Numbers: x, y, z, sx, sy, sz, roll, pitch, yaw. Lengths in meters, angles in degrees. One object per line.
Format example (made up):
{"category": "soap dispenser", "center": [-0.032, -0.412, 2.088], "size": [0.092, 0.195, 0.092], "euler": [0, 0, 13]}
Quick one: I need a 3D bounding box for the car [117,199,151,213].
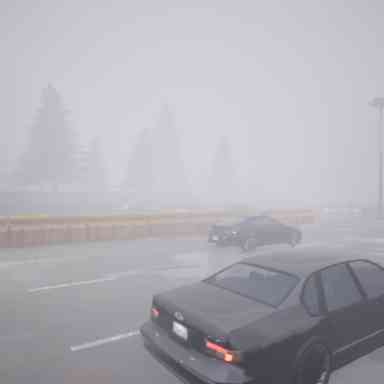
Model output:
{"category": "car", "center": [-5.516, 1.559, 34.663], "size": [4.553, 1.767, 2.097], "euler": [1, -1, -38]}

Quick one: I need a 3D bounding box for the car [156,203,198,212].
{"category": "car", "center": [-0.453, 1.825, 29.687], "size": [4.718, 1.301, 1.895], "euler": [1, -1, -38]}

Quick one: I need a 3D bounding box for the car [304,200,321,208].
{"category": "car", "center": [22.969, 2.220, 63.352], "size": [1.882, 1.535, 5.008], "euler": [0, 0, 38]}

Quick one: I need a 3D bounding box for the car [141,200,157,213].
{"category": "car", "center": [-2.423, 1.789, 32.621], "size": [4.181, 1.385, 1.994], "euler": [1, -1, -38]}

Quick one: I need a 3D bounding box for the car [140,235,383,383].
{"category": "car", "center": [1.921, 1.607, 5.134], "size": [5.357, 1.411, 2.033], "euler": [1, -1, -35]}

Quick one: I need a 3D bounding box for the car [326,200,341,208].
{"category": "car", "center": [26.404, 2.284, 62.100], "size": [2.128, 1.511, 4.902], "euler": [0, 0, 37]}

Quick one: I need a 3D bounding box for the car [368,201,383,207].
{"category": "car", "center": [31.774, 2.298, 57.620], "size": [2.128, 1.511, 4.902], "euler": [0, 0, 37]}

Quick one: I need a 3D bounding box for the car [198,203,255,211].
{"category": "car", "center": [3.266, 1.731, 28.201], "size": [5.008, 1.535, 1.882], "euler": [1, -1, -39]}

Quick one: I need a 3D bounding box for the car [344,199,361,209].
{"category": "car", "center": [28.623, 2.128, 59.224], "size": [2.097, 1.767, 4.553], "euler": [0, -1, 37]}

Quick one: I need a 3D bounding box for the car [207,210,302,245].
{"category": "car", "center": [2.769, 1.666, 14.391], "size": [4.674, 1.442, 1.812], "euler": [1, 0, -36]}
